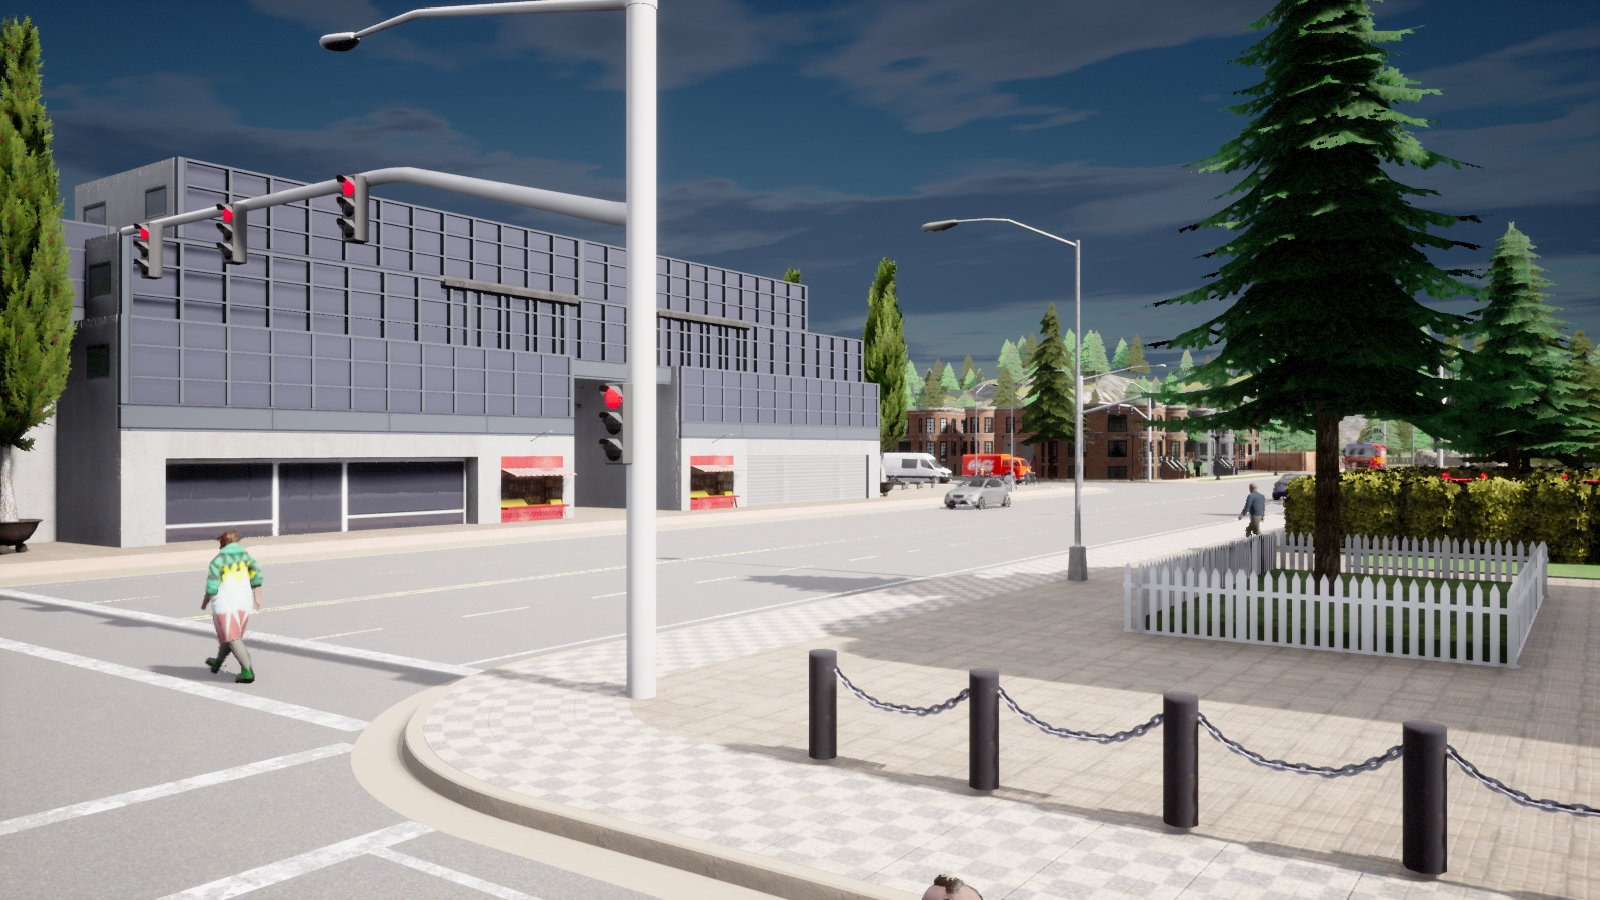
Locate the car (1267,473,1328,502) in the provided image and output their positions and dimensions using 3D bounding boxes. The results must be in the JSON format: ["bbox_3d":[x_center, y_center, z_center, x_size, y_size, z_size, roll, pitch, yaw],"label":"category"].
[{"bbox_3d":[27.765,2.063,63.661,2.163,1.488,4.792,0,0,35],"label":"car"}]

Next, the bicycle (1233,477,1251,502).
[{"bbox_3d":[24.334,2.158,62.852,0.859,1.276,1.487,0,0,23],"label":"bicycle"}]

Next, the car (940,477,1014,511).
[{"bbox_3d":[8.480,2.065,54.472,1.816,1.474,4.193,0,0,35],"label":"car"}]

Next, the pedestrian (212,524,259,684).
[{"bbox_3d":[-6.831,1.848,13.829,0.375,1.860,0.375,0,0,33],"label":"pedestrian"}]

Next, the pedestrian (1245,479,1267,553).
[{"bbox_3d":[11.690,1.692,29.321,0.375,1.860,0.375,0,0,-32],"label":"pedestrian"}]

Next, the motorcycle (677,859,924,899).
[{"bbox_3d":[0.509,2.205,3.428,2.209,1.251,0.867,0,0,35],"label":"motorcycle"}]

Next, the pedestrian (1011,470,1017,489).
[{"bbox_3d":[14.484,1.976,77.304,0.375,1.300,0.375,0,0,9],"label":"pedestrian"}]
